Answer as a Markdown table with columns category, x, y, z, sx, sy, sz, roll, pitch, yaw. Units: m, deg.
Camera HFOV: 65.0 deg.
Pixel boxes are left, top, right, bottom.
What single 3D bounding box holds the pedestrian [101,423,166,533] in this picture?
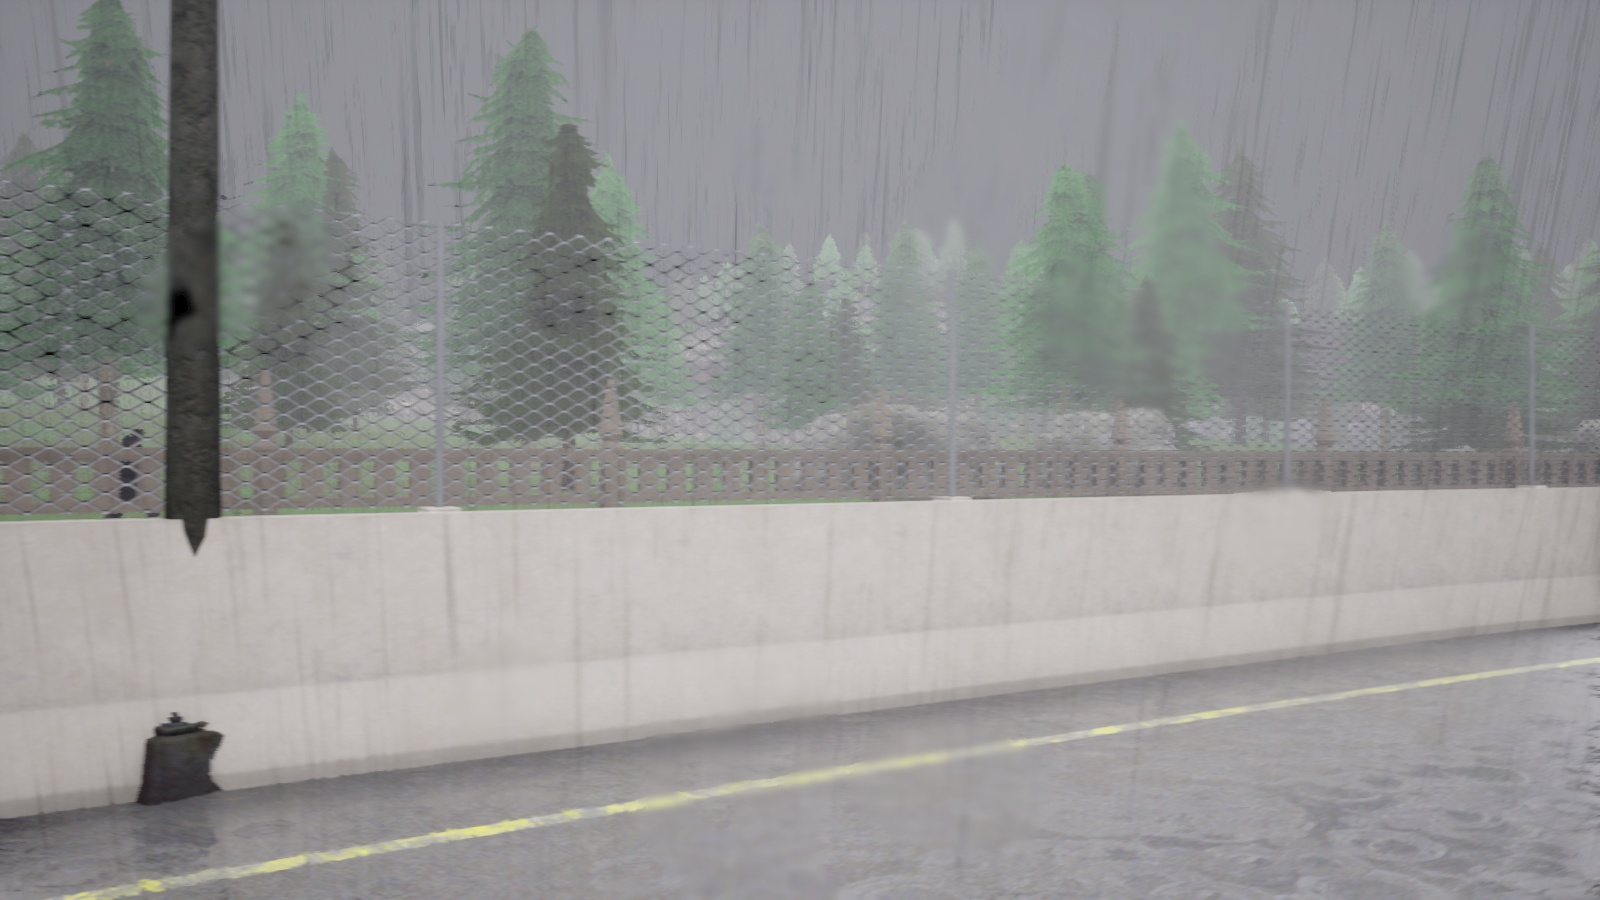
| category | x | y | z | sx | sy | sz | roll | pitch | yaw |
| --- | --- | --- | --- | --- | --- | --- | --- | --- | --- |
| pedestrian | -11.408 | 0.474 | 21.504 | 0.899 | 1.844 | 0.634 | 0 | 0 | -36 |
